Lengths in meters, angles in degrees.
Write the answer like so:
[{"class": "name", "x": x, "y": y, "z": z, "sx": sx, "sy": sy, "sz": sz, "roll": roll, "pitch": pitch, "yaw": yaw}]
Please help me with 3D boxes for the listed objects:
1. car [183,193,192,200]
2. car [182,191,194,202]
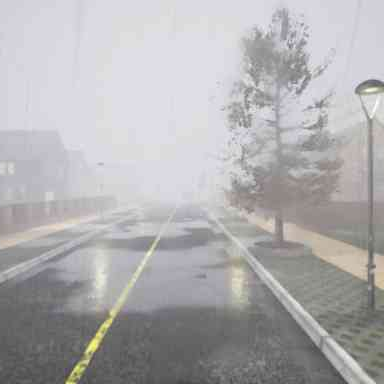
[{"class": "car", "x": -0.978, "y": 0.982, "z": 77.188, "sx": 2.033, "sy": 1.411, "sz": 5.357, "roll": 0, "pitch": 0, "yaw": -1}, {"class": "car", "x": -0.844, "y": 0.834, "z": 66.701, "sx": 2.150, "sy": 2.045, "sz": 5.566, "roll": 0, "pitch": 0, "yaw": -1}]
